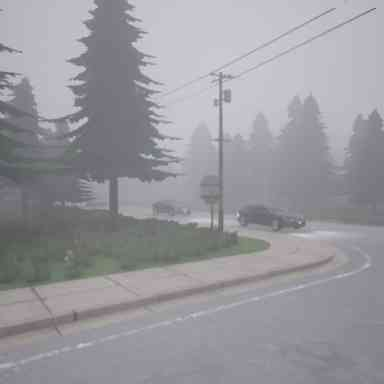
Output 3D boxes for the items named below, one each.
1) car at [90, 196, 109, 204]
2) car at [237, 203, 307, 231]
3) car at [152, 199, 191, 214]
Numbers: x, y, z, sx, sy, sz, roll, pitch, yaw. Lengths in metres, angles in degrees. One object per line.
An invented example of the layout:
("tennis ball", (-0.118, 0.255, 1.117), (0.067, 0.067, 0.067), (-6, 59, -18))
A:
("car", (-13.556, 1.301, 47.787), (2.097, 1.767, 4.553), (0, 0, -34))
("car", (4.707, 1.447, 20.335), (1.837, 1.490, 4.892), (0, 0, -30))
("car", (-1.941, 1.434, 30.669), (2.128, 1.511, 4.902), (0, 0, -34))
